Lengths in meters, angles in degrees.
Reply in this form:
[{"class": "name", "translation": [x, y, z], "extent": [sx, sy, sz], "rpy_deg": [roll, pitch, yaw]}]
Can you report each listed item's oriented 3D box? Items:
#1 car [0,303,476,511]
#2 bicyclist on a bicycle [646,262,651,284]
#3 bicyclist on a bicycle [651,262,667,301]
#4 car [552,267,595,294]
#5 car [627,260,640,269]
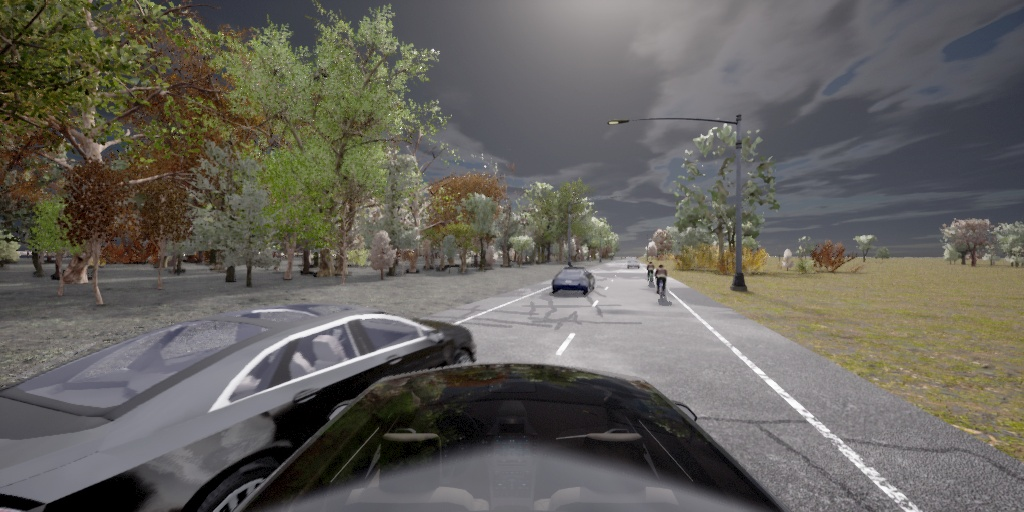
[{"class": "car", "translation": [-1.986, 1.242, 3.699], "extent": [2.128, 1.511, 4.902], "rpy_deg": [0, 0, 18]}, {"class": "bicyclist on a bicycle", "translation": [9.539, 1.208, 24.676], "extent": [0.582, 1.620, 1.656], "rpy_deg": [0, 0, 18]}, {"class": "bicyclist on a bicycle", "translation": [6.732, 1.206, 16.181], "extent": [0.582, 1.620, 1.656], "rpy_deg": [0, 0, 18]}, {"class": "car", "translation": [3.587, 1.317, 20.575], "extent": [1.994, 1.385, 4.181], "rpy_deg": [0, 0, 18]}, {"class": "car", "translation": [19.979, 1.365, 59.040], "extent": [1.895, 1.301, 4.718], "rpy_deg": [0, 0, 18]}]
